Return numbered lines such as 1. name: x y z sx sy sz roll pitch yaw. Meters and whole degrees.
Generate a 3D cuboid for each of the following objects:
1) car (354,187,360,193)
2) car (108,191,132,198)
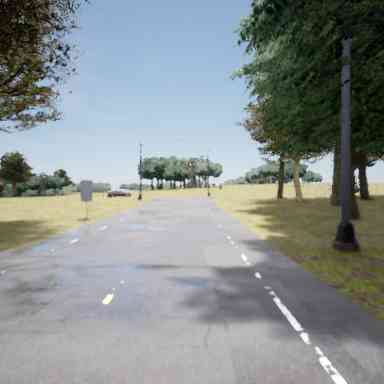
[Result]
1. car: 37.296 -0.376 77.509 4.902 1.511 2.128 -2 -1 -1
2. car: -15.070 0.513 69.775 5.008 1.535 1.882 -1 -1 0
